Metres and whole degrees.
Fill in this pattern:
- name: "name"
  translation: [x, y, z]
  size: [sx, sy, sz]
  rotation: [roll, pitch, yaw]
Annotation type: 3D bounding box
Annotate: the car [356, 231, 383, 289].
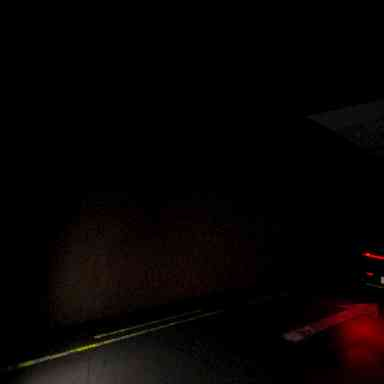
- name: "car"
  translation: [5.824, 1.504, 7.915]
  size: [4.892, 1.490, 1.837]
  rotation: [0, 0, -36]
